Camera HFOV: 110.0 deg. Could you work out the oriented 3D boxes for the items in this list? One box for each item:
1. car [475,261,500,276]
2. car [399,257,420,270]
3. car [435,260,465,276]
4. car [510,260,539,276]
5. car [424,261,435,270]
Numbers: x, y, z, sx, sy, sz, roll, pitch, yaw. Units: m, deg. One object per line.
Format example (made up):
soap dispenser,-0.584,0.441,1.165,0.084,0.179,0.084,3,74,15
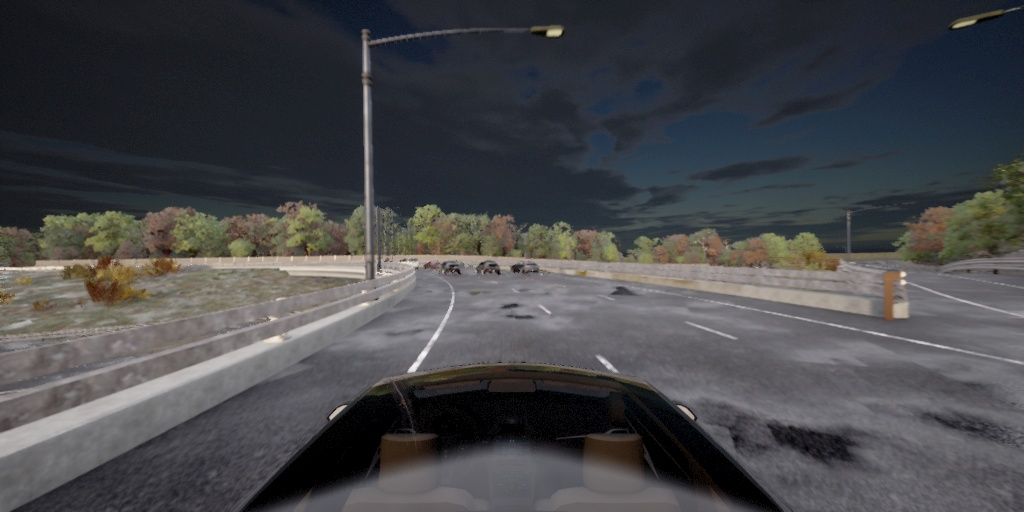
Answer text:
car,-2.668,1.297,38.321,1.837,1.490,4.892,-1,-1,-20
car,-17.217,1.280,59.944,2.150,2.045,5.566,-1,0,-33
car,-7.055,1.378,40.146,1.837,1.490,4.892,0,-1,-21
car,1.261,1.215,37.595,2.128,1.511,4.902,-1,0,-18
car,-13.334,1.514,60.406,1.812,1.442,4.674,-1,0,-33
